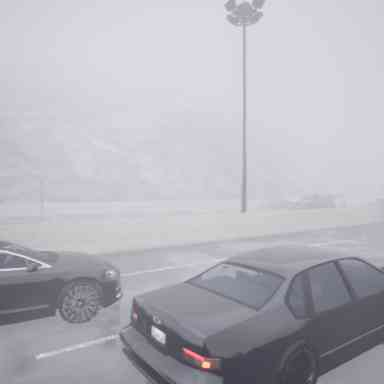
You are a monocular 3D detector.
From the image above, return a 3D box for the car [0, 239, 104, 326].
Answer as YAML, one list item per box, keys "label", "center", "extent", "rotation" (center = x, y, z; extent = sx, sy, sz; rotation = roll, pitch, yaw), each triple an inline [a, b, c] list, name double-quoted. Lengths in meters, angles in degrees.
- label: "car"
  center: [-3.593, 1.491, 5.483]
  extent: [4.902, 1.511, 2.128]
  rotation: [0, 0, -35]

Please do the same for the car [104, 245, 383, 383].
- label: "car"
  center: [1.690, 1.548, 4.952]
  extent: [5.357, 1.411, 2.033]
  rotation: [0, 0, -36]

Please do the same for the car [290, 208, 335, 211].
- label: "car"
  center: [12.589, 1.221, 34.472]
  extent: [5.566, 2.045, 2.150]
  rotation: [0, 0, -35]
